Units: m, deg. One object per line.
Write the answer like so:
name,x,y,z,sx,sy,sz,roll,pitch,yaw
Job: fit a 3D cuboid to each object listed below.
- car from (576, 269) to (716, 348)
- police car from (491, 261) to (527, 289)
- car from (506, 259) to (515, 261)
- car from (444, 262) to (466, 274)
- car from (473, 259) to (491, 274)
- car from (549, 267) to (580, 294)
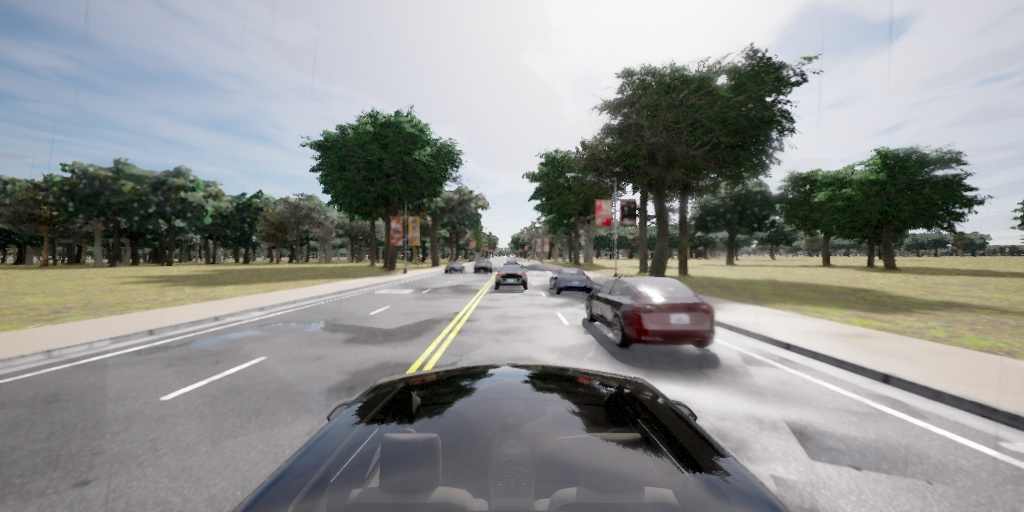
car,3.249,1.258,9.278,2.163,1.488,4.792,0,0,0
police car,-0.048,1.265,23.110,2.038,1.542,4.974,0,0,0
car,-0.042,1.333,54.970,1.994,1.385,4.181,0,0,0
car,-6.591,1.335,41.864,1.994,1.385,4.181,0,0,0
car,-3.339,1.120,42.356,2.097,1.767,4.553,0,0,0
car,3.235,1.324,20.253,1.994,1.385,4.181,0,0,0
